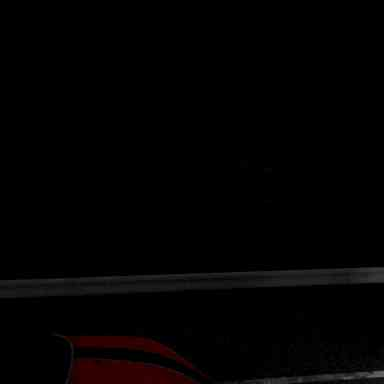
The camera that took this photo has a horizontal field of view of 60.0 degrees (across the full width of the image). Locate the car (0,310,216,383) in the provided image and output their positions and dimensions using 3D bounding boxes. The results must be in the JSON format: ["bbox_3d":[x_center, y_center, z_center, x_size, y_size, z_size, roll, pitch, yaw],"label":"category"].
[{"bbox_3d":[-1.852,1.352,1.664,4.553,1.767,2.097,0,0,-6],"label":"car"}]
